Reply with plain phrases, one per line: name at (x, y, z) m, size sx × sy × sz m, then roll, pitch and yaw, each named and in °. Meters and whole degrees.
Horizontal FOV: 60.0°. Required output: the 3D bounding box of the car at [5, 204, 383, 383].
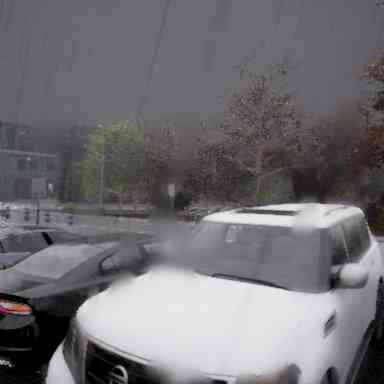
car at (1.059, 1.228, 4.356) m, size 2.435 × 2.045 × 5.566 m, roll 0°, pitch 0°, yaw 35°

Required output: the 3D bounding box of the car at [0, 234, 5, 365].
car at (-1.188, 1.477, 5.987) m, size 2.097 × 1.535 × 5.008 m, roll 0°, pitch 0°, yaw 35°

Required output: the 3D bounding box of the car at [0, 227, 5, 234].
car at (-3.428, 1.505, 7.627) m, size 2.163 × 1.488 × 4.792 m, roll 0°, pitch 0°, yaw 35°
